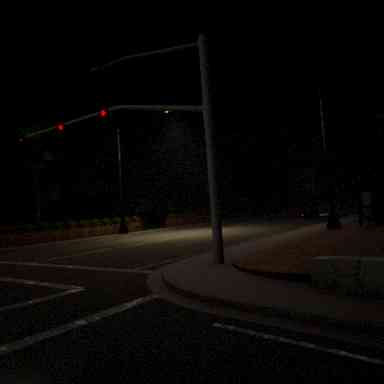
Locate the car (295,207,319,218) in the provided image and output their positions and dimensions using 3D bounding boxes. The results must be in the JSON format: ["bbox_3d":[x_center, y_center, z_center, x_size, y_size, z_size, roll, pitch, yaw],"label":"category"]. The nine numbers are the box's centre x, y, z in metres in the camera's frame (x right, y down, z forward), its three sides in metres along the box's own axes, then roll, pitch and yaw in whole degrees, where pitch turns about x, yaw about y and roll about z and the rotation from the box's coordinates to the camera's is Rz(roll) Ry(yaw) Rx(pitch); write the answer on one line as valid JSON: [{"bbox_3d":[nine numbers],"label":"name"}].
[{"bbox_3d":[15.427,2.678,44.257,1.895,1.301,4.718,-6,-4,37],"label":"car"}]
